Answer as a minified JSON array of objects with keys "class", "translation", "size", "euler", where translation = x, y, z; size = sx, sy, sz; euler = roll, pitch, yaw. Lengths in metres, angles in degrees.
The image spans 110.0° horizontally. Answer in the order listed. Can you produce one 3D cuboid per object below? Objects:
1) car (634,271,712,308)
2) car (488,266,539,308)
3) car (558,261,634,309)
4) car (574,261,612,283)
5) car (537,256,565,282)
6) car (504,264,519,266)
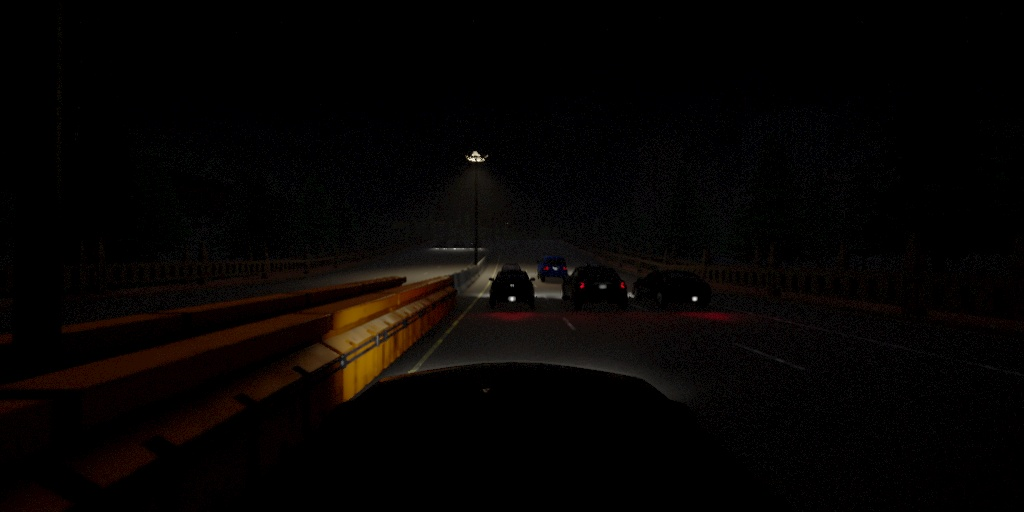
[{"class":"car","translation":[7.005,1.392,16.161],"size":[1.837,1.490,4.892],"euler":[0,0,0]},{"class":"car","translation":[0.005,1.392,16.156],"size":[1.837,1.490,4.892],"euler":[0,0,0]},{"class":"car","translation":[3.505,1.232,15.937],"size":[2.097,1.767,4.553],"euler":[0,-1,0]},{"class":"car","translation":[6.932,1.299,31.158],"size":[2.128,1.511,4.902],"euler":[0,2,0]},{"class":"car","translation":[3.432,1.030,30.865],"size":[2.150,2.045,5.566],"euler":[0,2,0]},{"class":"car","translation":[-0.068,1.362,30.836],"size":[2.033,1.411,5.357],"euler":[0,2,0]}]
